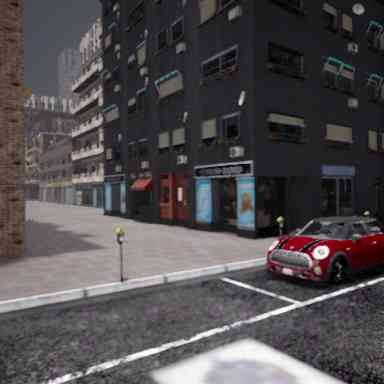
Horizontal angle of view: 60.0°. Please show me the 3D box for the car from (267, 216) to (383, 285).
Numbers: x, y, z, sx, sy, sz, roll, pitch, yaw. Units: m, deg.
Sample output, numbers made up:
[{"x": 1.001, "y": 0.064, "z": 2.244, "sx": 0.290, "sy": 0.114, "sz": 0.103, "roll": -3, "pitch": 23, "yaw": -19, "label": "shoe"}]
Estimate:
[{"x": 3.997, "y": 1.449, "z": 9.429, "sx": 4.097, "sy": 1.590, "sz": 1.967, "roll": 0, "pitch": -1, "yaw": -36, "label": "car"}]
